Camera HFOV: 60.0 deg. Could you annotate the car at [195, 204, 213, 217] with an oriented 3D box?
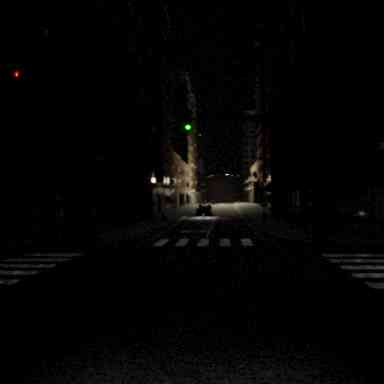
[{"bbox_3d":[1.482,2.057,38.602,2.033,1.411,5.357,-1,-1,6],"label":"car"}]
